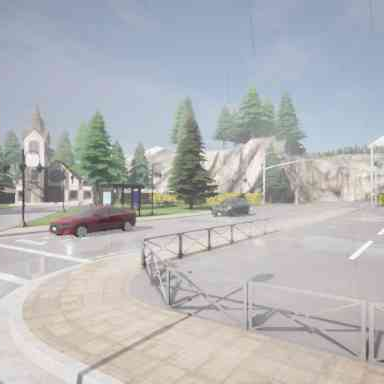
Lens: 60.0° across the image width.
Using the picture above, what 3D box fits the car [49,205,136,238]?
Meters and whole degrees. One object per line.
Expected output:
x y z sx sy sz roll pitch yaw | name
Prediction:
-5.231 1.492 18.120 1.882 1.535 5.008 0 0 35 | car

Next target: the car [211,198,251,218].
3.674 1.366 30.887 2.097 1.767 4.553 0 0 35 | car
